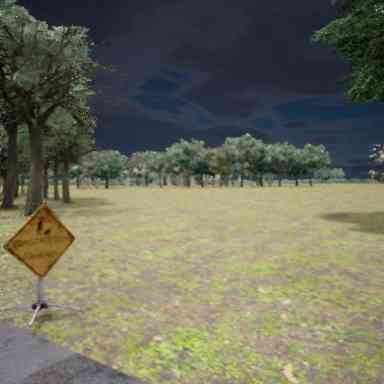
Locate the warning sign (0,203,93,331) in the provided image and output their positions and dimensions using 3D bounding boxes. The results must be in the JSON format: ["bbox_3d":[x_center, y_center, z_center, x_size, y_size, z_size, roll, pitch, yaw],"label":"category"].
[{"bbox_3d":[-2.615,1.141,5.778,1.060,1.860,1.300,1,-1,35],"label":"warning sign"}]
